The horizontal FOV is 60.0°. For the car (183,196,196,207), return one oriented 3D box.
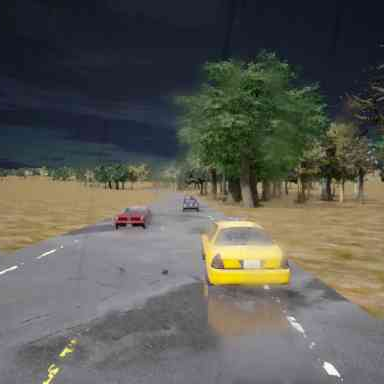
[{"bbox_3d":[-0.350,1.373,48.788,1.812,1.442,4.674,0,0,-1],"label":"car"}]

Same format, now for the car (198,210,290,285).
[{"bbox_3d":[1.219,1.448,9.354,1.801,1.575,5.366,0,0,0],"label":"car"}]

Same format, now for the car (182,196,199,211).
[{"bbox_3d":[-0.141,1.450,38.206,2.033,1.411,5.357,0,0,-1],"label":"car"}]

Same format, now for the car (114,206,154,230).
[{"bbox_3d":[-3.565,1.569,20.970,1.895,1.301,4.718,0,0,0],"label":"car"}]
